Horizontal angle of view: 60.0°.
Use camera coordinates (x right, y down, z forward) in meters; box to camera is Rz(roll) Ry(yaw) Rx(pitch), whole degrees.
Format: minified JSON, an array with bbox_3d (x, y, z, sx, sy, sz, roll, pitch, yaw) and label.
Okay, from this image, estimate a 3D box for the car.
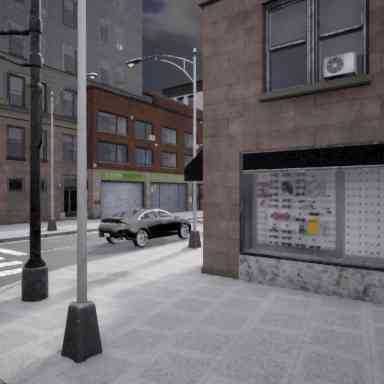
[{"bbox_3d":[-1.920,1.459,14.979,2.128,1.511,4.902,0,0,35],"label":"car"}]
